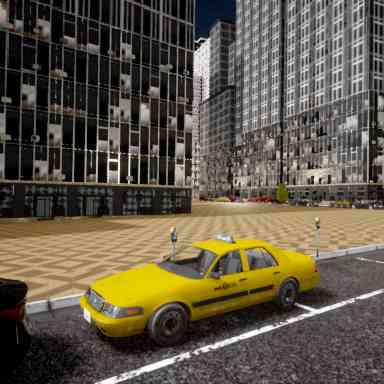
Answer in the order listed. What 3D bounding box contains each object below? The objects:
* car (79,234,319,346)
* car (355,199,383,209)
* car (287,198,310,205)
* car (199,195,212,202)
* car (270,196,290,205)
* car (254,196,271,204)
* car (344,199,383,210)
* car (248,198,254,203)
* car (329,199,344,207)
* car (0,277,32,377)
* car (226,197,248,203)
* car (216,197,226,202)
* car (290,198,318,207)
[{"bbox_3d":[0.420,1.528,6.330,4.829,1.417,1.752,0,1,-35],"label":"car"},{"bbox_3d":[27.776,1.833,51.363,2.008,1.369,4.403,1,-1,-22],"label":"car"},{"bbox_3d":[21.445,1.926,66.907,2.008,1.369,4.403,1,-1,-22],"label":"car"},{"bbox_3d":[3.612,1.698,89.813,2.192,1.841,5.009,1,-1,-22],"label":"car"},{"bbox_3d":[16.266,1.636,58.739,1.967,1.590,4.097,1,-1,-22],"label":"car"},{"bbox_3d":[17.228,1.753,77.272,2.192,1.841,5.009,1,-1,-22],"label":"car"},{"bbox_3d":[22.592,1.653,43.201,2.008,1.369,4.403,1,-1,-22],"label":"car"},{"bbox_3d":[15.114,2.051,82.450,1.802,1.307,4.206,1,-1,-22],"label":"car"},{"bbox_3d":[25.601,1.839,56.702,1.752,1.417,4.829,1,-1,-22],"label":"car"},{"bbox_3d":[-3.944,1.565,3.272,4.313,1.339,1.947,0,1,-36],"label":"car"},{"bbox_3d":[9.938,1.729,74.275,1.967,1.590,4.097,1,-1,-22],"label":"car"},{"bbox_3d":[7.892,1.845,79.296,1.752,1.417,4.829,1,-1,-22],"label":"car"},{"bbox_3d":[18.374,1.715,53.559,2.008,1.369,4.403,1,-1,-22],"label":"car"}]
